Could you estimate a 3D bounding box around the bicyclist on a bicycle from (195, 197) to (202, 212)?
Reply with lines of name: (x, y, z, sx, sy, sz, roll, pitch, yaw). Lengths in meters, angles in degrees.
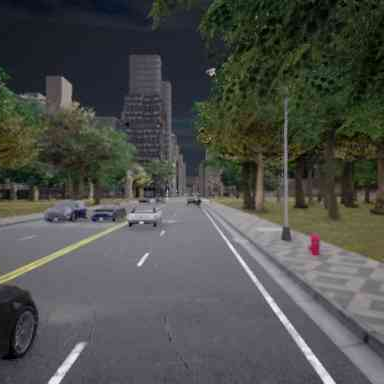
bicyclist on a bicycle: (0.874, 1.476, 39.747, 0.659, 1.776, 1.843, 0, 0, 0)

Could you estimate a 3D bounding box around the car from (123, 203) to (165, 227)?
car: (-3.162, 1.640, 23.055, 1.895, 1.301, 4.718, 0, 0, 0)

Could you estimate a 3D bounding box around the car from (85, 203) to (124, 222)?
car: (-6.613, 1.599, 26.855, 2.033, 1.411, 5.357, 0, 0, 0)

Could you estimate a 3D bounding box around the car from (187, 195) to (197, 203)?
car: (-0.038, 1.658, 76.405, 2.097, 1.767, 4.553, 0, 0, 0)

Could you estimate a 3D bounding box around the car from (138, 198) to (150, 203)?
car: (-9.784, 1.827, 68.215, 1.895, 1.301, 4.718, 0, 0, 0)

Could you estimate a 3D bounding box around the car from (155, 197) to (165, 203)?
car: (-6.534, 1.774, 68.285, 2.033, 1.411, 5.357, 0, 0, 0)

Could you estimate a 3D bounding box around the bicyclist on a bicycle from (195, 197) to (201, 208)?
bicyclist on a bicycle: (0.869, 1.585, 48.981, 0.866, 1.612, 1.509, 0, 0, 0)

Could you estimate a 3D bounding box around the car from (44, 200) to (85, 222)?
car: (-9.860, 1.402, 26.375, 2.097, 1.767, 4.553, 0, 0, 0)

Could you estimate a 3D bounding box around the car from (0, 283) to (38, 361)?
car: (-3.166, 1.527, 2.975, 1.812, 1.442, 4.674, 0, 0, 0)

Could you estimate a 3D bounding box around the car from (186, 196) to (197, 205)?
car: (0.005, 1.726, 62.988, 1.837, 1.490, 4.892, 0, -1, 1)
